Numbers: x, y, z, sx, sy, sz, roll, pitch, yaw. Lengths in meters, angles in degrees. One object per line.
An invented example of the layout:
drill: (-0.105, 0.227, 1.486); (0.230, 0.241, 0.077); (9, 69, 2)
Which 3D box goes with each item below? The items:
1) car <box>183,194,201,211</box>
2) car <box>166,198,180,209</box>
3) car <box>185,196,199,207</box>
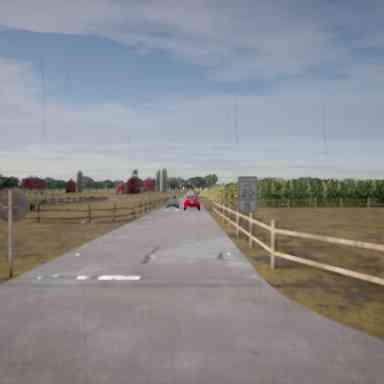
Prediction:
car: (-0.012, 1.330, 43.643); (2.150, 2.045, 5.566); (0, 0, 0)
car: (-2.765, 1.660, 49.025); (2.033, 1.411, 5.357); (0, 0, 0)
car: (-0.016, 1.490, 54.004); (2.097, 1.767, 4.553); (0, 0, 0)
